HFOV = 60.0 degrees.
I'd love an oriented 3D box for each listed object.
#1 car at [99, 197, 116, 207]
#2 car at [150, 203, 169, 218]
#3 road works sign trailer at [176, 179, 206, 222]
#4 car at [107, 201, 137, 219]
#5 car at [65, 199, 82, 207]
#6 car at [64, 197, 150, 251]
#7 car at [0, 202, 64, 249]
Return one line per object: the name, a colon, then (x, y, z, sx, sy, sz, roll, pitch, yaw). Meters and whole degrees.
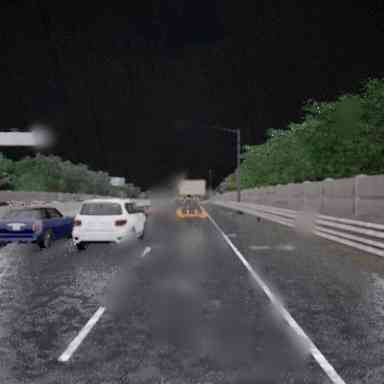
car: (-17.517, 1.987, 69.116, 2.150, 2.045, 5.566, 0, -1, 0)
car: (-3.408, 1.797, 32.571, 1.994, 1.385, 4.181, 0, -1, 0)
road works sign trailer: (-0.003, 0.656, 28.537, 2.380, 3.560, 2.880, 0, 0, 0)
car: (-6.908, 1.719, 33.323, 1.882, 1.535, 5.008, 0, -1, 0)
car: (-24.517, 2.263, 69.140, 1.837, 1.490, 4.892, 0, -1, 0)
car: (-3.403, 1.313, 14.700, 2.150, 2.045, 5.566, 0, 0, 0)
car: (-6.903, 1.447, 15.188, 2.097, 1.767, 4.553, 0, 0, 0)
